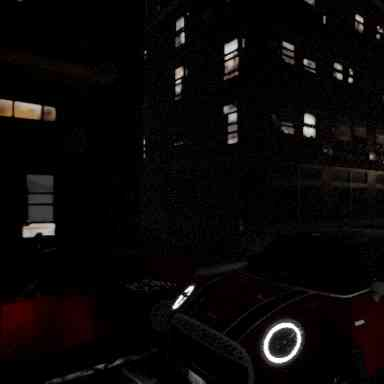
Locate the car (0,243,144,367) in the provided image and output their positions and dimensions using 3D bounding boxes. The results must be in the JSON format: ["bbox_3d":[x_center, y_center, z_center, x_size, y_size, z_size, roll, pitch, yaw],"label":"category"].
[{"bbox_3d":[-1.972,1.548,5.139,4.507,1.381,1.887,0,1,-36],"label":"car"}]

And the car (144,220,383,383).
[{"bbox_3d":[1.880,1.348,4.728,4.553,1.767,2.097,0,0,-35],"label":"car"}]
